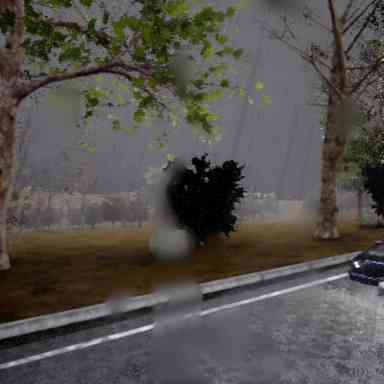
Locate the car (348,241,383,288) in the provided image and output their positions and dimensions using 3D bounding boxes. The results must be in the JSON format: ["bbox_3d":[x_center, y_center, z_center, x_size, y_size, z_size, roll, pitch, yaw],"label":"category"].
[{"bbox_3d":[6.169,1.528,8.374,5.357,1.411,2.033,0,0,-35],"label":"car"}]
